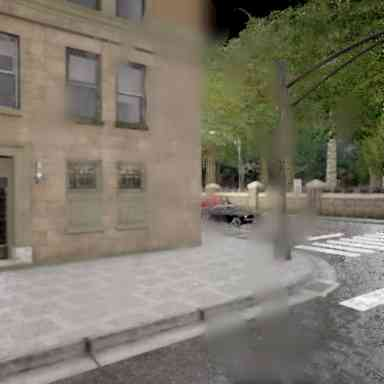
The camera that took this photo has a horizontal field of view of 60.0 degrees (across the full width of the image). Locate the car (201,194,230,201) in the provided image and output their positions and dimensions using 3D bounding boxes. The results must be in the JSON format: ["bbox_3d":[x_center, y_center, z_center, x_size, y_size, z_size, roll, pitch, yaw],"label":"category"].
[{"bbox_3d":[1.742,1.152,32.688,2.192,1.841,5.009,0,0,-35],"label":"car"}]

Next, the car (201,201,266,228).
[{"bbox_3d":[2.494,1.490,21.499,1.895,1.301,4.718,0,0,-35],"label":"car"}]
